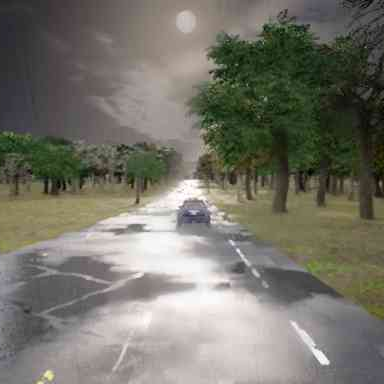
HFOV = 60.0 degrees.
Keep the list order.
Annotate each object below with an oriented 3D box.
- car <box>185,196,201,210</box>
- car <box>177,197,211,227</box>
[{"bbox_3d":[0.112,1.345,42.228,1.882,1.535,5.008,0,0,0],"label":"car"},{"bbox_3d":[0.107,1.303,22.333,2.097,1.767,4.553,0,0,0],"label":"car"}]
